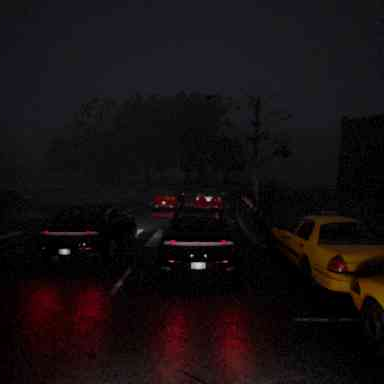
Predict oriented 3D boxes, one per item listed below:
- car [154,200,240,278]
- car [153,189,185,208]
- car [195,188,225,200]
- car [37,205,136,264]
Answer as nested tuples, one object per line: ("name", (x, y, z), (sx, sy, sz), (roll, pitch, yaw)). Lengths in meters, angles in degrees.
("car", (0.191, 1.190, 9.125), (2.128, 1.511, 4.902), (0, 2, 2))
("car", (-1.730, 0.511, 26.561), (1.882, 1.535, 5.008), (1, 3, 7))
("car", (1.431, 0.448, 25.646), (2.097, 1.767, 4.553), (1, 3, 7))
("car", (-3.021, 1.144, 10.445), (2.128, 1.511, 4.902), (0, 2, 1))
